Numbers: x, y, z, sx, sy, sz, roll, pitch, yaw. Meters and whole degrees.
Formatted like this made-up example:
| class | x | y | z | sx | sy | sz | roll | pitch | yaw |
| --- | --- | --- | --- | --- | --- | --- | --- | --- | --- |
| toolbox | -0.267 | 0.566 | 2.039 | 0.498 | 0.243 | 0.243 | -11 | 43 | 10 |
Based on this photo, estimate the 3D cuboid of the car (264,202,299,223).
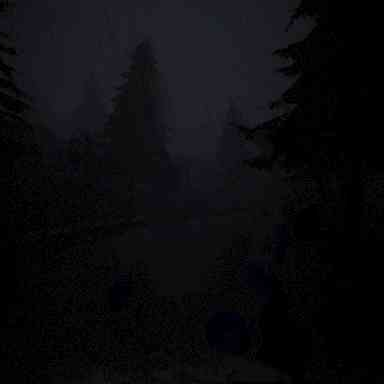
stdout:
| class | x | y | z | sx | sy | sz | roll | pitch | yaw |
| --- | --- | --- | --- | --- | --- | --- | --- | --- | --- |
| car | 6.832 | 1.474 | 25.123 | 1.994 | 1.385 | 4.181 | 0 | 0 | 26 |

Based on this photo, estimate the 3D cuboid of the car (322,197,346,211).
| class | x | y | z | sx | sy | sz | roll | pitch | yaw |
| --- | --- | --- | --- | --- | --- | --- | --- | --- | --- |
| car | 16.980 | 1.374 | 39.213 | 2.128 | 1.511 | 4.902 | 0 | 0 | 43 |
